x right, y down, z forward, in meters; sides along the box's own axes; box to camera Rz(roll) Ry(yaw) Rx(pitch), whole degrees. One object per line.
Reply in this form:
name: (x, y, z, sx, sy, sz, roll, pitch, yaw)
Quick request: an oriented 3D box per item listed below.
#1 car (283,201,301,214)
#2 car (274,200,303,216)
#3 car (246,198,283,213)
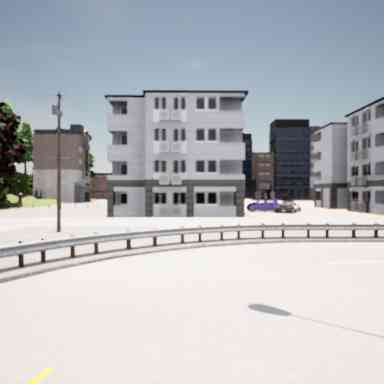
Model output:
car: (10.636, 1.554, 36.504, 1.853, 1.218, 4.536, 0, 0, 29)
car: (10.661, 1.711, 36.550, 2.038, 1.542, 4.974, 0, 0, 29)
car: (7.860, 1.466, 36.858, 3.633, 1.501, 1.845, 0, 0, 11)
